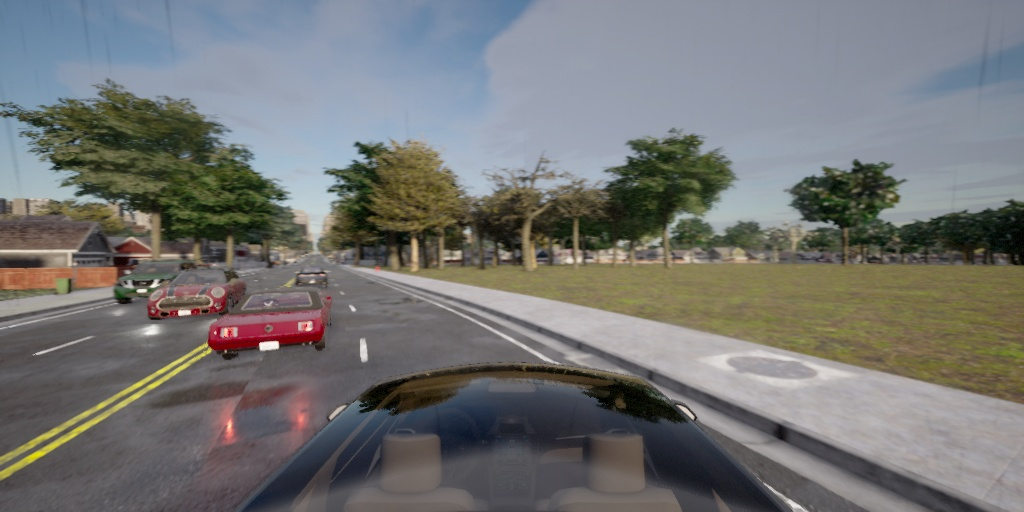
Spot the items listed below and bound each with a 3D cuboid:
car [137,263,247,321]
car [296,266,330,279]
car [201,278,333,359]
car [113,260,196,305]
[{"bbox_3d":[-11.706,1.277,13.678,2.097,1.767,4.553,-1,0,-28],"label":"car"},{"bbox_3d":[-13.791,1.460,24.833,2.128,1.511,4.902,-1,0,-28],"label":"car"},{"bbox_3d":[-5.506,1.432,8.827,1.895,1.301,4.718,-1,0,-24],"label":"car"},{"bbox_3d":[-18.040,1.246,18.632,2.150,2.045,5.566,-1,0,-28],"label":"car"}]
